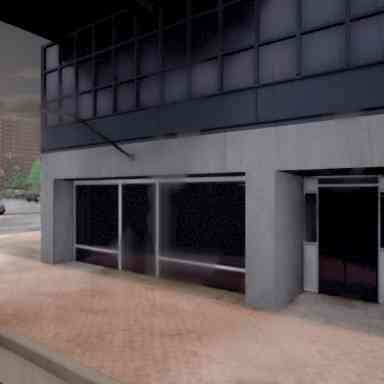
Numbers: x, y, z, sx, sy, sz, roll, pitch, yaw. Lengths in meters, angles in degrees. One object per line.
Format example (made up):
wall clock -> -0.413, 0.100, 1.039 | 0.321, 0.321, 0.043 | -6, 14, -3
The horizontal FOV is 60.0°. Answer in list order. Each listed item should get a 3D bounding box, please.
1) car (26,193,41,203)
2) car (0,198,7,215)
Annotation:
car -> -30.218, 1.130, 64.697 | 4.605, 1.855, 1.932 | 0, 0, 35
car -> -17.866, 1.480, 27.171 | 2.128, 1.511, 4.902 | 0, 0, 36
